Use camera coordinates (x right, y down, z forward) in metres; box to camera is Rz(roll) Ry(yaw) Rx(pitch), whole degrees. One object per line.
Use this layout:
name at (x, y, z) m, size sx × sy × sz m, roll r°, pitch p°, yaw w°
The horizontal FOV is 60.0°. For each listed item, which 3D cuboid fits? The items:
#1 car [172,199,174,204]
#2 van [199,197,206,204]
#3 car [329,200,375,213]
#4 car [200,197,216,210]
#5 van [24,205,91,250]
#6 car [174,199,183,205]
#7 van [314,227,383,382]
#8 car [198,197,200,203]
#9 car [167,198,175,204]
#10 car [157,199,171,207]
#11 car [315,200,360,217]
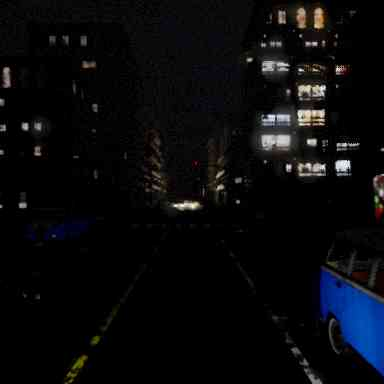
car at (-5.685, 2.337, 74.763) m, size 1.947 × 1.339 × 4.313 m, roll 0°, pitch -1°, yaw 0°
van at (2.696, 2.231, 85.832) m, size 1.690 × 1.788 × 3.998 m, roll 0°, pitch -1°, yaw 0°
car at (18.259, 1.650, 38.181) m, size 4.313 × 1.339 × 1.947 m, roll -1°, pitch 0°, yaw 0°
car at (2.695, 1.980, 52.627) m, size 1.967 × 1.590 × 4.097 m, roll 0°, pitch -1°, yaw 0°
van at (-5.800, 1.491, 14.735) m, size 1.690 × 1.788 × 3.998 m, roll 0°, pitch -1°, yaw 0°
car at (-2.996, 2.411, 78.884) m, size 1.895 × 1.301 × 4.718 m, roll 0°, pitch -1°, yaw 0°
van at (2.693, 1.377, 3.462) m, size 1.690 × 1.788 × 3.998 m, roll 0°, pitch -1°, yaw 0°
car at (2.695, 2.353, 74.762) m, size 1.802 × 1.307 × 4.206 m, roll 0°, pitch -1°, yaw 0°
car at (-5.685, 2.494, 91.364) m, size 1.887 × 1.381 × 4.507 m, roll 0°, pitch -1°, yaw 0°
car at (-5.687, 2.206, 63.695) m, size 2.008 × 1.369 × 4.403 m, roll 0°, pitch -1°, yaw 0°
car at (14.631, 1.503, 32.357) m, size 5.008 × 1.535 × 1.882 m, roll -1°, pitch -1°, yaw 0°
